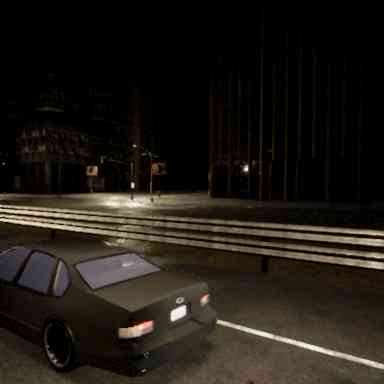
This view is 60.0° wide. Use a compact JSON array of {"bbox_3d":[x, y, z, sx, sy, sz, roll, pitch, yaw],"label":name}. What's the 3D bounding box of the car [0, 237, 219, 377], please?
[{"bbox_3d":[-2.194,1.506,5.564,5.357,1.411,2.033,1,0,36],"label":"car"}]
